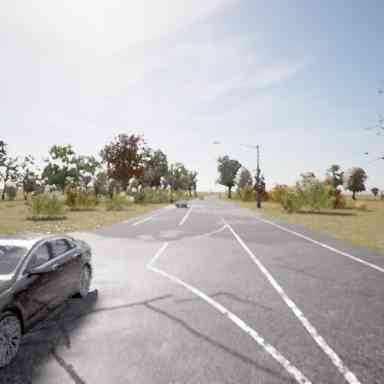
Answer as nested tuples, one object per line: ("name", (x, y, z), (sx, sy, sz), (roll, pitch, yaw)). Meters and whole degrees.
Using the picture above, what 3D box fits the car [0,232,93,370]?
("car", (-3.258, 1.543, 5.846), (2.128, 1.511, 4.902), (0, 0, 2))

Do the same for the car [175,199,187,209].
("car", (-1.771, 1.936, 55.267), (2.128, 1.511, 4.902), (0, 0, 2))
